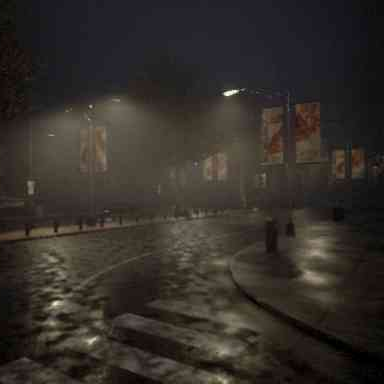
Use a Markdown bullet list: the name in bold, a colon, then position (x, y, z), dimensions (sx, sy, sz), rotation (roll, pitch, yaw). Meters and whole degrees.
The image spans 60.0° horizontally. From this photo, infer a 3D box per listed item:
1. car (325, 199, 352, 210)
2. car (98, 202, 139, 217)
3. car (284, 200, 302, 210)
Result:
- **car**: position (20.430, 1.753, 46.547), dimensions (4.674, 1.442, 1.812), rotation (0, -1, -36)
- **car**: position (-7.540, 1.791, 34.527), dimensions (1.837, 1.490, 4.892), rotation (-1, 0, 33)
- **car**: position (14.756, 1.870, 48.226), dimensions (1.895, 1.301, 4.718), rotation (-1, 0, 27)
